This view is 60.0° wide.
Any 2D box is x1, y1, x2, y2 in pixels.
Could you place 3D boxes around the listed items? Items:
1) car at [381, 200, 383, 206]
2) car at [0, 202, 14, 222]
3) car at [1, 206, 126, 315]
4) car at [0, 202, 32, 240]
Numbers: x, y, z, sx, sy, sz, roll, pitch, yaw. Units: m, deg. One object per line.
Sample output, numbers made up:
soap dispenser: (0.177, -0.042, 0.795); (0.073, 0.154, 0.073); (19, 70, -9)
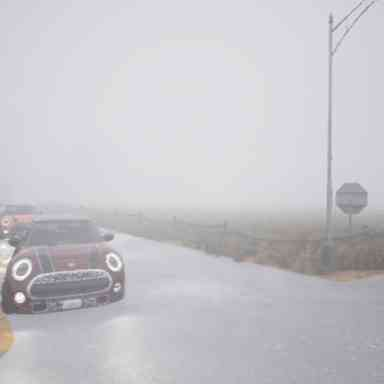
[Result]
car: (47.392, 2.704, 78.792); (2.242, 1.667, 4.611); (1, 0, -36)
car: (-16.540, 1.632, 28.073); (2.128, 1.511, 4.902); (1, -1, -35)
car: (-3.018, 1.355, 7.793); (2.097, 1.767, 4.553); (1, -1, -25)
car: (-9.191, 1.436, 17.665); (2.097, 1.767, 4.553); (1, -1, -35)
